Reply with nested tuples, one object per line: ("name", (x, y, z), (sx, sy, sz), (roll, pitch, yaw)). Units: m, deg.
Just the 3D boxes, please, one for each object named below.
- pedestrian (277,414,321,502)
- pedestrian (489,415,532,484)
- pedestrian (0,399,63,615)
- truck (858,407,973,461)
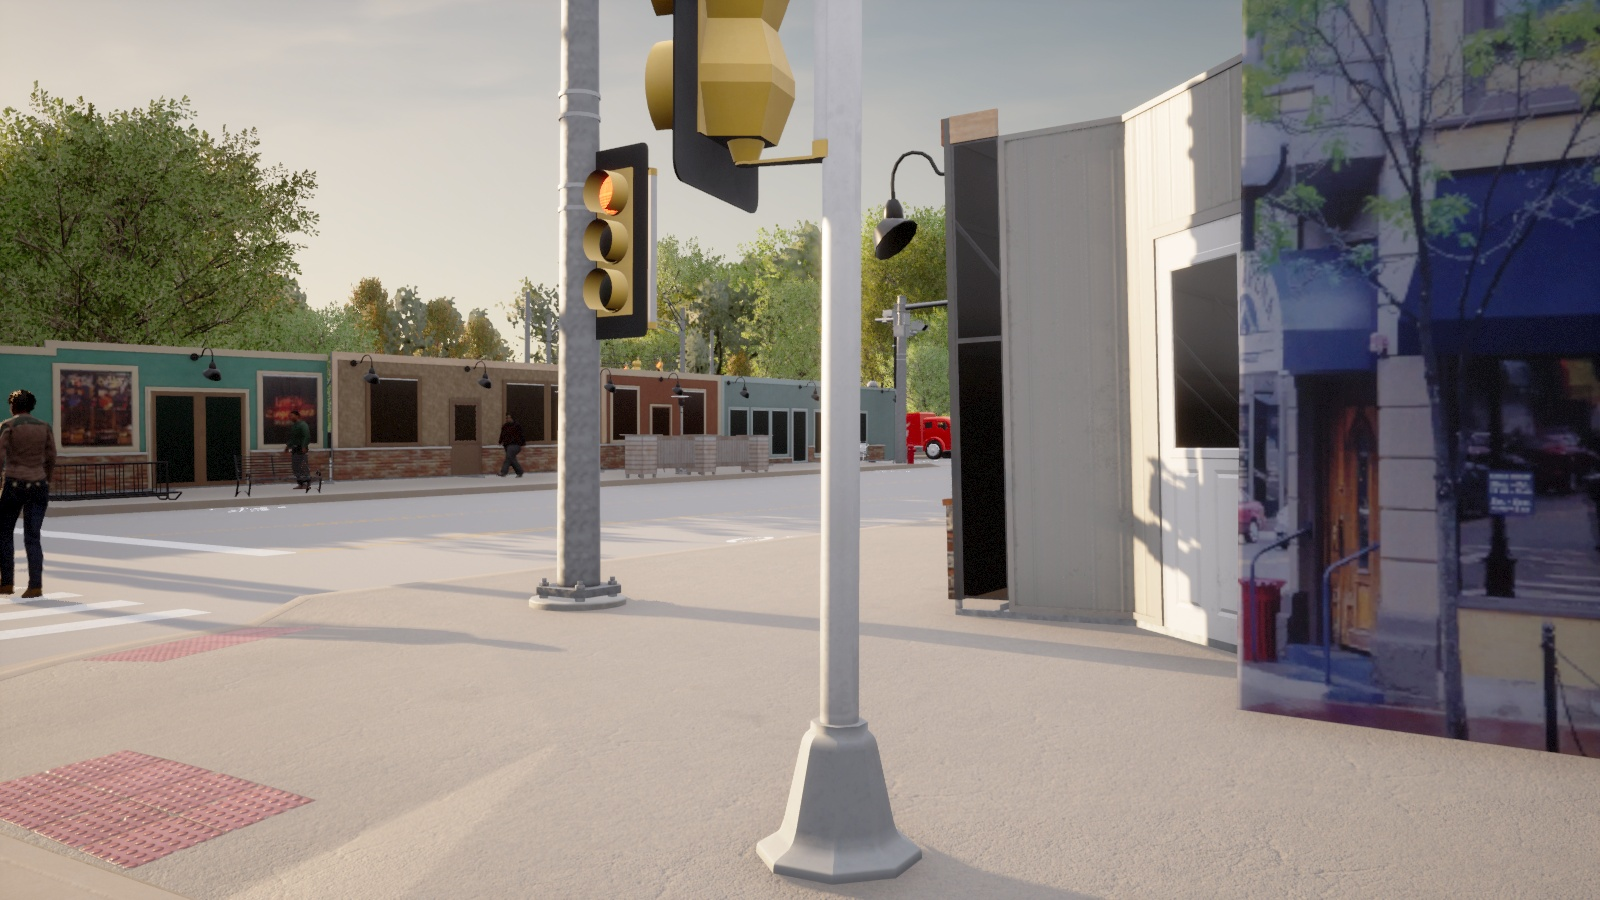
("pedestrian", (-11.200, 0.166, 28.077), (0.423, 1.949, 0.788), (0, 1, 36))
("pedestrian", (-7.798, -0.016, 33.825), (0.634, 1.844, 0.899), (0, 1, 33))
("pedestrian", (-6.778, 0.477, 10.884), (0.869, 1.805, 0.328), (0, 1, 36))
("truck", (6.032, -0.817, 65.670), (5.204, 2.467, 2.627), (-3, 0, 29))
